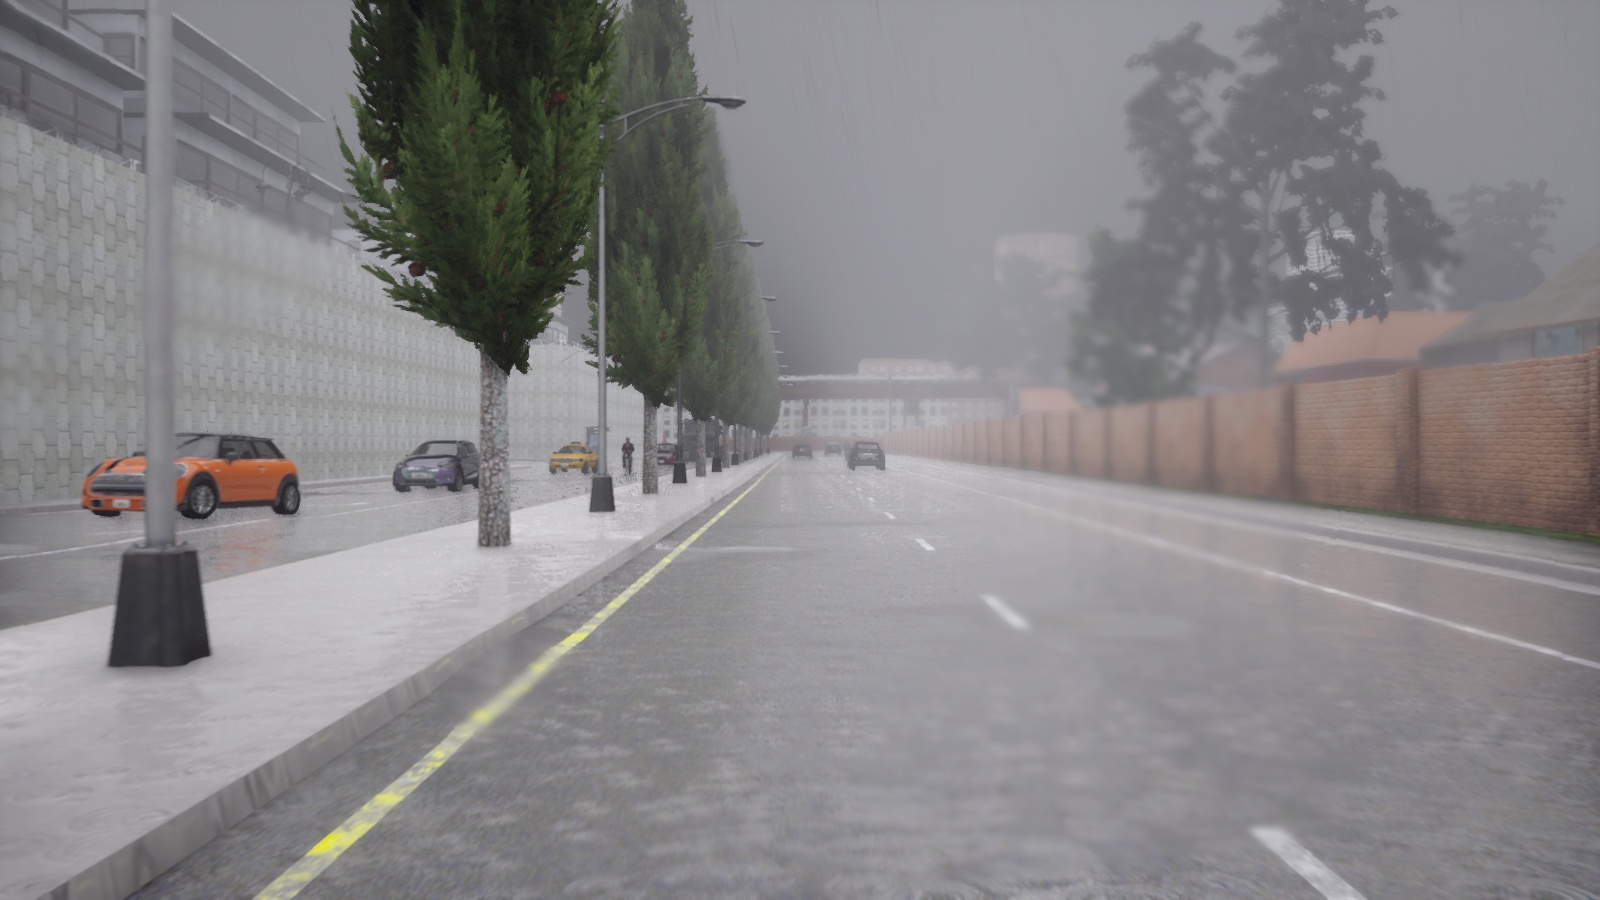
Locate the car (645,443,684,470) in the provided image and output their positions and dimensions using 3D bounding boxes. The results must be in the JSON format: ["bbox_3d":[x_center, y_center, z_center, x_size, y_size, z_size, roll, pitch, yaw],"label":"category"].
[{"bbox_3d":[-7.763,0.354,72.312,1.816,1.474,4.193,0,0,0],"label":"car"}]

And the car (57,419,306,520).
[{"bbox_3d":[-11.825,0.406,24.439,2.097,1.767,4.553,1,-2,8],"label":"car"}]

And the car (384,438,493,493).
[{"bbox_3d":[-11.362,0.448,39.798,2.033,1.649,4.856,0,0,0],"label":"car"}]

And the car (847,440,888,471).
[{"bbox_3d":[3.731,0.291,70.341,2.033,1.649,4.856,0,0,0],"label":"car"}]

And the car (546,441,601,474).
[{"bbox_3d":[-11.291,0.329,62.972,1.801,1.575,5.366,0,0,0],"label":"car"}]
